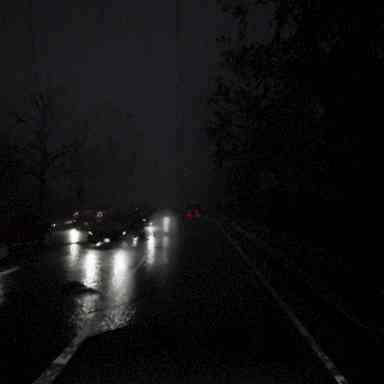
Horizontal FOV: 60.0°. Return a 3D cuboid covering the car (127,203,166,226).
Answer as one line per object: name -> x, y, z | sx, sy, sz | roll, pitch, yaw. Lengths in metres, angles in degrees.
car -> -3.364, 1.750, 25.332 | 1.994, 1.385, 4.181 | 0, -1, 0

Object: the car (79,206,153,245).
car -> -3.419, 1.607, 16.116 | 2.033, 1.411, 5.357 | 0, -1, 1

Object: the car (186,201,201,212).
car -> 0.217, 1.966, 45.617 | 2.128, 1.511, 4.902 | 0, -1, 0

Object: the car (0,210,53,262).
car -> -6.969, 1.484, 12.337 | 1.882, 1.535, 5.008 | 0, -1, 1

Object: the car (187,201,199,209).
car -> 0.152, 2.148, 55.845 | 1.895, 1.301, 4.718 | 0, 0, -1

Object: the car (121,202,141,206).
car -> -6.776, 1.794, 33.482 | 1.837, 1.490, 4.892 | 0, -1, 0

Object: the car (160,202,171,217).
car -> -3.262, 1.854, 35.584 | 1.812, 1.442, 4.674 | 0, -1, 0

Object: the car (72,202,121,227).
car -> -6.857, 1.505, 23.787 | 2.097, 1.767, 4.553 | 0, -1, 0
